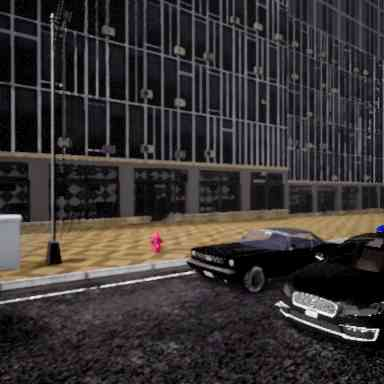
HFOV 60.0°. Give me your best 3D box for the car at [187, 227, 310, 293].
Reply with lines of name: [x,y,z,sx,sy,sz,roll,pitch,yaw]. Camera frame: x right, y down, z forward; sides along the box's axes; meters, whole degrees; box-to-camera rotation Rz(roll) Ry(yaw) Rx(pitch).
car: [2.209,1.683,9.226,4.718,1.301,1.895,1,0,-35]

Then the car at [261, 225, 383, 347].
car: [3.752,1.582,6.340,4.892,1.490,1.837,1,0,-35]
